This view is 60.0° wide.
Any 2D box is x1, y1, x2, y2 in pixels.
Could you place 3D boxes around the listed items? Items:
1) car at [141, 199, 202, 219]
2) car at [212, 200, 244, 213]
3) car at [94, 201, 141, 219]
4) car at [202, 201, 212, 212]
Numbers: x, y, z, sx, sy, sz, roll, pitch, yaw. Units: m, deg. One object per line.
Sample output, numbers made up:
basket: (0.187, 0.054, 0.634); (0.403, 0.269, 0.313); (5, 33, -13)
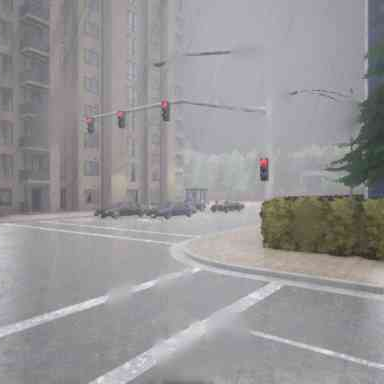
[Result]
car: (-1.677, 1.547, 29.435); (2.033, 1.411, 5.357); (0, 0, 36)
car: (3.970, 1.601, 37.183); (1.895, 1.301, 4.718); (0, 0, 36)
car: (-6.012, 1.547, 29.424); (2.033, 1.411, 5.357); (0, 0, 36)
car: (-0.329, 1.492, 37.228); (2.128, 1.511, 4.902); (0, 0, 36)
